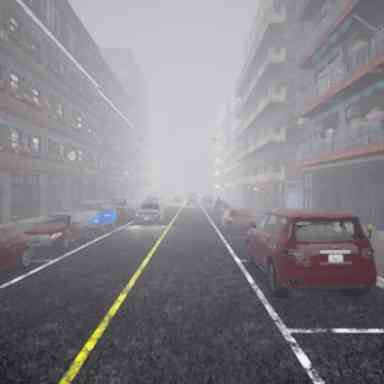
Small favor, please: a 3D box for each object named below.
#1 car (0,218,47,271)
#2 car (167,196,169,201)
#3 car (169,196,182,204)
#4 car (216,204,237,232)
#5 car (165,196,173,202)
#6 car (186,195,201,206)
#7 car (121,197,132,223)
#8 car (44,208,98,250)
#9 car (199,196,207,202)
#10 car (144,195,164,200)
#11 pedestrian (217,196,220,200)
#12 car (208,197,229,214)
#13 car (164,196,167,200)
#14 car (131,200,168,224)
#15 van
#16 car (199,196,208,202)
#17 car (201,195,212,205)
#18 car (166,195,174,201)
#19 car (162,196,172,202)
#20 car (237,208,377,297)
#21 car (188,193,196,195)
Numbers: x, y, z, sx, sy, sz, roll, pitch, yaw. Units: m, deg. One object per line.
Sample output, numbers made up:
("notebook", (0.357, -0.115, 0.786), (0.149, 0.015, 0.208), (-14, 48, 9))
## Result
("car", (-5.667, 1.590, 8.612), (1.802, 1.307, 4.206), (-1, 0, 0))
("car", (-5.698, 1.628, 59.587), (1.947, 1.339, 4.313), (-1, 0, 0))
("car", (-3.006, 1.543, 66.329), (1.882, 1.535, 5.008), (0, 0, 0))
("car", (2.681, 1.600, 19.909), (1.802, 1.307, 4.206), (-1, 0, 0))
("car", (-5.698, 1.617, 82.074), (1.752, 1.417, 4.829), (-1, 0, 0))
("car", (0.050, 1.621, 55.377), (1.994, 1.385, 4.181), (0, 0, 1))
("car", (-5.713, 1.339, 25.604), (2.192, 1.841, 5.009), (-1, 0, 0))
("car", (-5.669, 1.595, 14.275), (1.802, 1.307, 4.206), (-1, 0, 0))
("car", (2.683, 1.674, 82.211), (1.802, 1.307, 4.206), (-1, 0, 0))
("car", (-5.701, 1.364, 48.260), (2.192, 1.841, 5.009), (-1, 0, 0))
("pedestrian", (3.002, 1.331, 38.171), (0.375, 1.860, 0.375), (-1, 1, -5))
("car", (3.002, 1.560, 35.346), (1.812, 1.442, 4.674), (0, 0, 0))
("car", (-5.700, 1.495, 53.923), (1.967, 1.590, 4.097), (-1, 0, 0))
("car", (-3.090, 1.549, 24.843), (1.812, 1.442, 4.674), (0, 0, 0))
("van", (-5.684, 1.359, 19.940), (1.690, 1.788, 3.998), (-1, 0, 0))
("car", (2.683, 1.650, 76.546), (1.947, 1.339, 4.313), (-1, 0, 0))
("car", (2.679, 1.377, 59.555), (2.192, 1.841, 5.009), (-1, 0, 0))
("car", (-5.698, 1.625, 87.738), (1.752, 1.417, 4.829), (-1, 0, 0))
("car", (-5.698, 1.610, 76.410), (1.752, 1.417, 4.829), (-1, 0, 0))
("car", (2.677, 1.323, 8.581), (2.192, 1.841, 5.009), (-1, 0, 0))
("car", (0.003, 1.155, 69.686), (2.150, 2.045, 5.566), (0, 0, 0))
